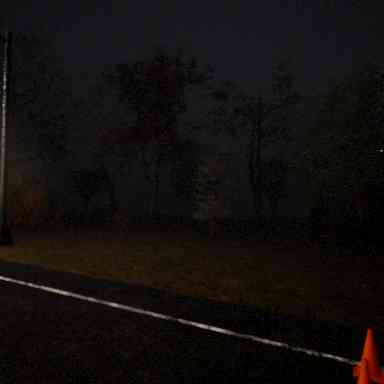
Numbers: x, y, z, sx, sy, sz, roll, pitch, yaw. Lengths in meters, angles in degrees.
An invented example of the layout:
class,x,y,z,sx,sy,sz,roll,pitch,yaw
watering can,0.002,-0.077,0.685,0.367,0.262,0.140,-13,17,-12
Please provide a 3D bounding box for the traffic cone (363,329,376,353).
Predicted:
class,x,y,z,sx,sy,sz,roll,pitch,yaw
traffic cone,2.334,2.099,4.368,0.340,0.580,0.340,0,-1,31

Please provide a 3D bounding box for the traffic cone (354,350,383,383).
class,x,y,z,sx,sy,sz,roll,pitch,yaw
traffic cone,1.821,2.071,3.510,0.340,0.580,0.340,0,-1,31
